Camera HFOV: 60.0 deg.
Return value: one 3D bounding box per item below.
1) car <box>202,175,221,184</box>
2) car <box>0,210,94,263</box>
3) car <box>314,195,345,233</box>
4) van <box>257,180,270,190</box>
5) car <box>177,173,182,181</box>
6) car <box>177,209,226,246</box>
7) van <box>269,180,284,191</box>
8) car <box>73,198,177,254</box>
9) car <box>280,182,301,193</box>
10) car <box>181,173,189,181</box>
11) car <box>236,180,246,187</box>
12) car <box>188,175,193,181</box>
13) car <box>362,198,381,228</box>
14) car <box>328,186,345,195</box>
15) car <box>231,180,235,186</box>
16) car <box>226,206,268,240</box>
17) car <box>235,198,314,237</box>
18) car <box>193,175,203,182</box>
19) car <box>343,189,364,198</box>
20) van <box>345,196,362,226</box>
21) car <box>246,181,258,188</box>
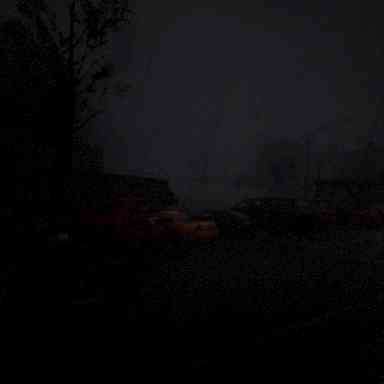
[{"bbox_3d":[5.387,-2.820,82.498,1.946,1.575,5.366,7,3,34],"label":"car"},{"bbox_3d":[-6.121,1.536,12.184,4.792,1.488,2.163,-1,-1,35],"label":"car"},{"bbox_3d":[6.189,1.383,20.852,5.566,2.045,2.435,-1,-2,35],"label":"car"},{"bbox_3d":[15.638,-1.410,67.471,1.878,1.987,4.442,8,3,35],"label":"van"},{"bbox_3d":[-1.756,-4.009,92.043,2.435,2.045,5.566,1,-2,34],"label":"car"},{"bbox_3d":[-1.357,1.556,15.758,5.366,1.575,1.946,-1,-1,35],"label":"car"},{"bbox_3d":[17.366,-1.137,65.000,1.878,1.987,4.442,7,3,35],"label":"van"},{"bbox_3d":[-3.675,1.281,13.931,5.566,2.045,2.435,-1,-1,34],"label":"car"},{"bbox_3d":[19.124,-0.638,62.636,2.231,1.521,4.892,7,3,35],"label":"car"},{"bbox_3d":[0.014,-3.731,89.695,2.185,1.767,4.553,4,1,33],"label":"car"},{"bbox_3d":[12.232,-1.689,72.523,2.002,1.452,4.674,7,3,35],"label":"car"},{"bbox_3d":[1.744,-3.496,87.224,2.185,1.767,4.553,6,2,34],"label":"car"},{"bbox_3d":[11.135,1.560,24.273,4.553,1.767,2.185,-1,-1,35],"label":"car"},{"bbox_3d":[24.334,-0.072,55.250,2.435,2.045,5.566,7,3,35],"label":"car"},{"bbox_3d":[10.490,-1.963,74.986,2.002,1.452,4.674,7,3,35],"label":"car"},{"bbox_3d":[1.248,1.623,17.387,4.674,1.452,2.002,-1,-1,35],"label":"car"},{"bbox_3d":[3.677,1.357,19.146,5.566,2.045,2.435,-1,-1,35],"label":"car"},{"bbox_3d":[3.538,-3.344,84.758,2.435,2.045,5.566,7,3,34],"label":"car"},{"bbox_3d":[26.022,0.490,52.776,2.002,1.452,4.674,7,3,35],"label":"car"},{"bbox_3d":[8.727,1.433,22.522,4.442,1.987,1.878,-1,-1,35],"label":"van"},{"bbox_3d":[14.062,-1.456,70.202,1.946,1.575,5.366,7,3,35],"label":"car"}]
